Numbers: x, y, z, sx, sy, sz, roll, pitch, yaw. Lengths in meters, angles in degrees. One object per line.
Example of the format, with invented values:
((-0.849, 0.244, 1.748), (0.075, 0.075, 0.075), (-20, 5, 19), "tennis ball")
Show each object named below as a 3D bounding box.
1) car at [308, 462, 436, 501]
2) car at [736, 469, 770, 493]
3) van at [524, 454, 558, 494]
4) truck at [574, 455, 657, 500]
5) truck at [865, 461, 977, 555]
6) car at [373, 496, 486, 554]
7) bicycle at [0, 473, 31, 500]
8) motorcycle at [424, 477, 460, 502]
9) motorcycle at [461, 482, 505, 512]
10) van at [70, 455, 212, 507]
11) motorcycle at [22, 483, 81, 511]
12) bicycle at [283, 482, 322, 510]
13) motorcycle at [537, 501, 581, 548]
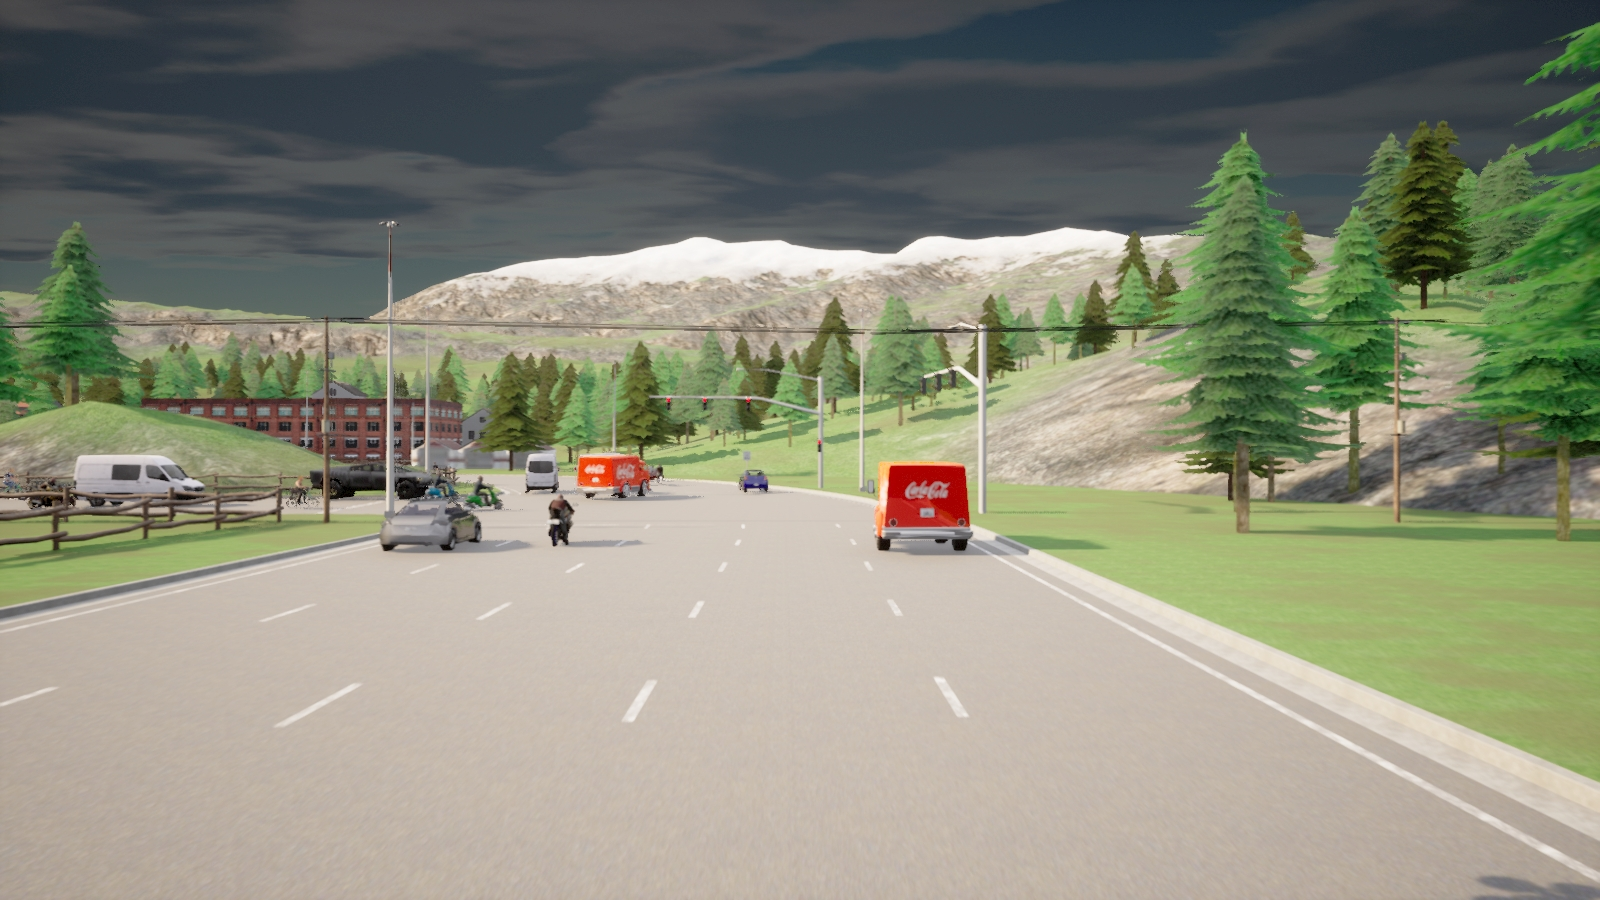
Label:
((-24.039, 1.755, 64.347), (6.274, 2.098, 2.390), (0, 0, -1), "car")
((-3.183, 2.039, 76.682), (1.845, 1.501, 3.633), (0, 0, -10), "car")
((-17.213, 1.535, 76.149), (1.988, 2.561, 5.915), (0, 0, -11), "van")
((-10.697, 1.572, 66.789), (2.627, 2.467, 5.204), (0, 0, 19), "truck")
((3.365, 1.568, 33.005), (2.627, 2.467, 5.204), (0, 0, -1), "truck")
((-10.638, 2.119, 33.146), (1.994, 1.385, 4.181), (0, 0, -1), "car")
((-44.053, 2.058, 64.009), (1.643, 1.496, 0.373), (0, 0, -1), "bicycle")
((-19.391, 2.143, 61.799), (1.805, 1.316, 0.856), (0, -3, -21), "motorcycle")
((-14.525, 2.143, 52.351), (1.805, 1.316, 0.856), (0, -2, -24), "motorcycle")
((-32.910, 1.536, 57.167), (5.915, 2.561, 1.988), (0, 0, -1), "van")
((-35.141, 2.207, 53.638), (2.209, 1.251, 0.867), (0, 0, -1), "motorcycle")
((-23.442, 2.159, 53.861), (1.487, 1.276, 0.859), (0, 0, -1), "bicycle")
((-7.162, 2.205, 34.088), (0.867, 1.251, 2.209), (0, 0, -1), "motorcycle")
